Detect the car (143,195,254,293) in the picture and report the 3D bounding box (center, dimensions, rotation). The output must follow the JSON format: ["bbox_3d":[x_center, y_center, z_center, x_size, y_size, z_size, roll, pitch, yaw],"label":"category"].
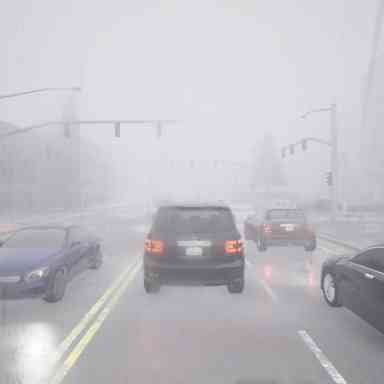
[{"bbox_3d":[0.052,1.221,8.989,2.150,2.045,5.566,0,0,0],"label":"car"}]

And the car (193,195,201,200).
[{"bbox_3d":[1.445,1.552,90.370,1.994,1.385,4.181,0,0,-1],"label":"car"}]

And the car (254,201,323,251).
[{"bbox_3d":[3.532,1.352,14.168,2.097,1.767,4.553,0,0,0],"label":"car"}]

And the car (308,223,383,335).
[{"bbox_3d":[3.606,1.505,5.087,1.837,1.490,4.892,0,0,0],"label":"car"}]

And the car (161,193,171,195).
[{"bbox_3d":[-4.920,1.222,62.149,2.150,2.045,5.566,0,0,0],"label":"car"}]

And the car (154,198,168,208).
[{"bbox_3d":[-4.676,1.601,50.581,1.895,1.301,4.718,0,0,-1],"label":"car"}]

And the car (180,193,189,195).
[{"bbox_3d":[-1.810,1.496,80.223,1.837,1.490,4.892,0,0,-1],"label":"car"}]

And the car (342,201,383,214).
[{"bbox_3d":[18.479,1.601,34.180,4.718,1.301,1.895,0,0,-2],"label":"car"}]

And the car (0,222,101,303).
[{"bbox_3d":[-3.617,1.526,8.360,1.812,1.442,4.674,0,0,0],"label":"car"}]

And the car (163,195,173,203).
[{"bbox_3d":[-5.119,1.477,72.333,1.882,1.535,5.008,0,0,-1],"label":"car"}]

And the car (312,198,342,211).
[{"bbox_3d":[14.428,1.505,37.571,4.892,1.490,1.837,0,0,-2],"label":"car"}]
